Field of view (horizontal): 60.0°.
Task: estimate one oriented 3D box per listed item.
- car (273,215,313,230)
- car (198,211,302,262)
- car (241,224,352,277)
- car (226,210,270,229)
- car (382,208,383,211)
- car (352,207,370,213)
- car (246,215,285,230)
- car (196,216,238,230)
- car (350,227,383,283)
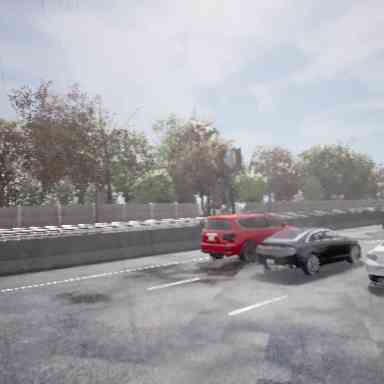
[{"bbox_3d":[10.781,3.215,35.570,4.181,1.385,1.994,0,-4,-39],"label":"car"},{"bbox_3d":[2.919,2.038,15.604,5.566,2.045,2.150,0,-4,-39],"label":"car"},{"bbox_3d":[4.423,2.047,12.310,4.902,1.511,2.128,0,-4,-39],"label":"car"},{"bbox_3d":[7.015,3.394,41.531,5.566,2.045,2.150,0,-4,-39],"label":"car"},{"bbox_3d":[41.569,3.501,69.189,5.566,2.045,2.150,0,-4,-39],"label":"car"},{"bbox_3d":[34.563,3.874,68.023,4.553,1.767,2.097,0,-4,-39],"label":"car"},{"bbox_3d":[8.486,3.436,38.207,4.674,1.442,1.812,0,-4,-39],"label":"car"},{"bbox_3d":[3.242,3.973,42.951,5.357,1.411,2.033,0,-4,-39],"label":"car"},{"bbox_3d":[6.773,1.822,9.718,4.674,1.442,1.812,0,-4,-39],"label":"car"}]
